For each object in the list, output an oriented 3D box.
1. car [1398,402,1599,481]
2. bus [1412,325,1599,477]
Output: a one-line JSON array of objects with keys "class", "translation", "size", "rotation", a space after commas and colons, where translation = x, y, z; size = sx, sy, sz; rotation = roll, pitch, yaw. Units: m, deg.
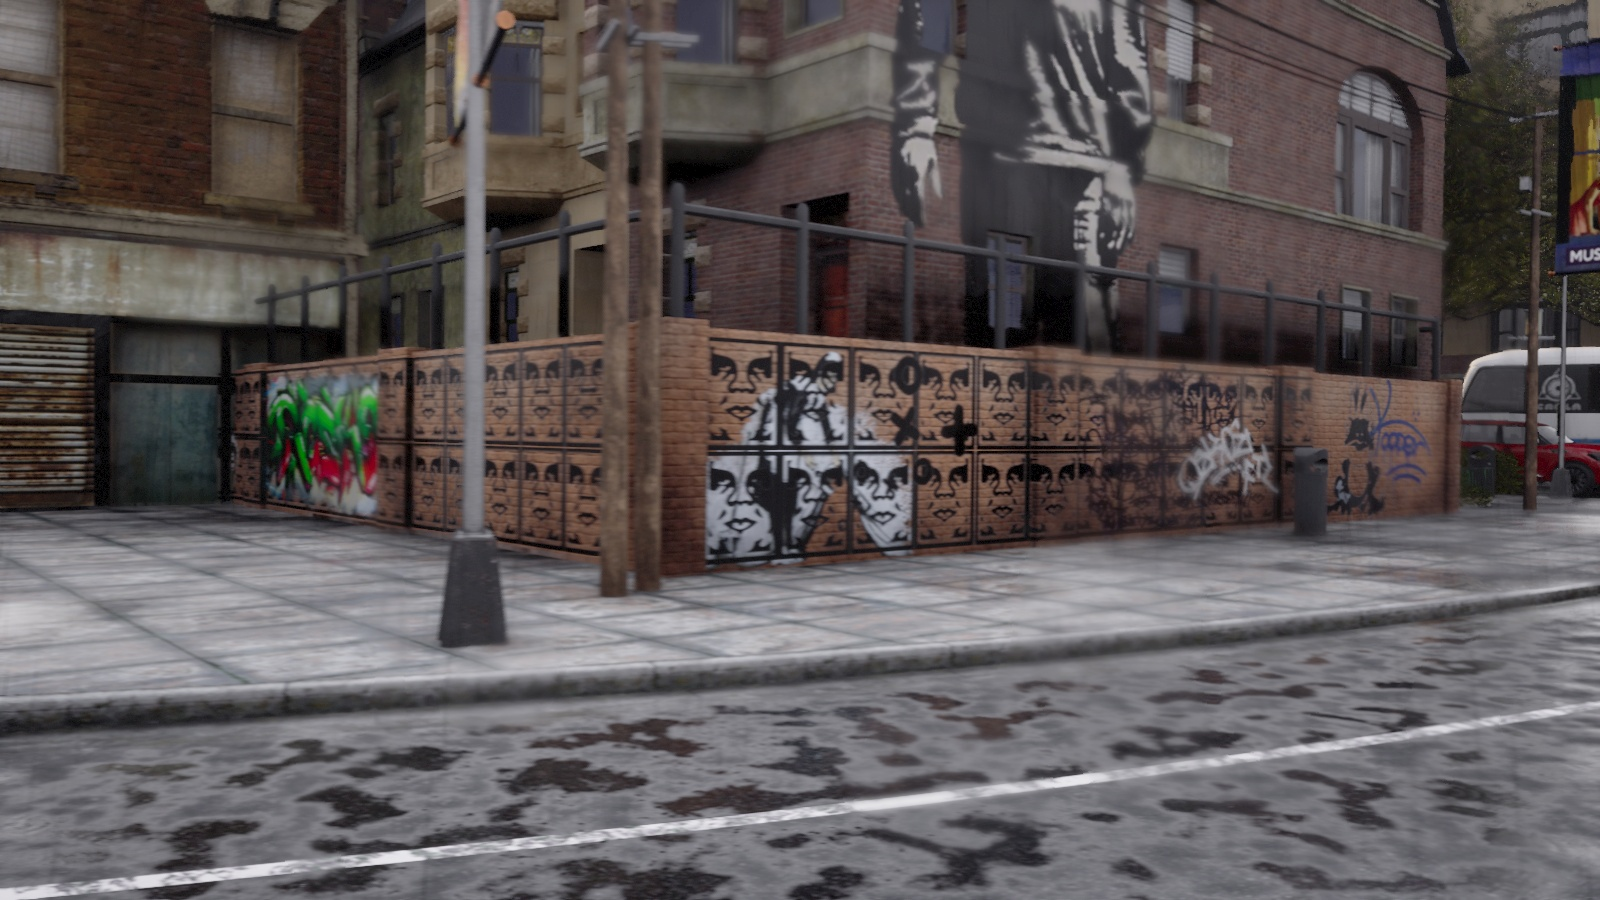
[{"class": "car", "translation": [20.104, -0.251, 35.285], "size": [2.150, 2.045, 5.566], "rotation": [-1, 1, -40]}, {"class": "bus", "translation": [23.945, -1.412, 36.722], "size": [10.273, 4.253, 3.944], "rotation": [0, 1, 38]}]
